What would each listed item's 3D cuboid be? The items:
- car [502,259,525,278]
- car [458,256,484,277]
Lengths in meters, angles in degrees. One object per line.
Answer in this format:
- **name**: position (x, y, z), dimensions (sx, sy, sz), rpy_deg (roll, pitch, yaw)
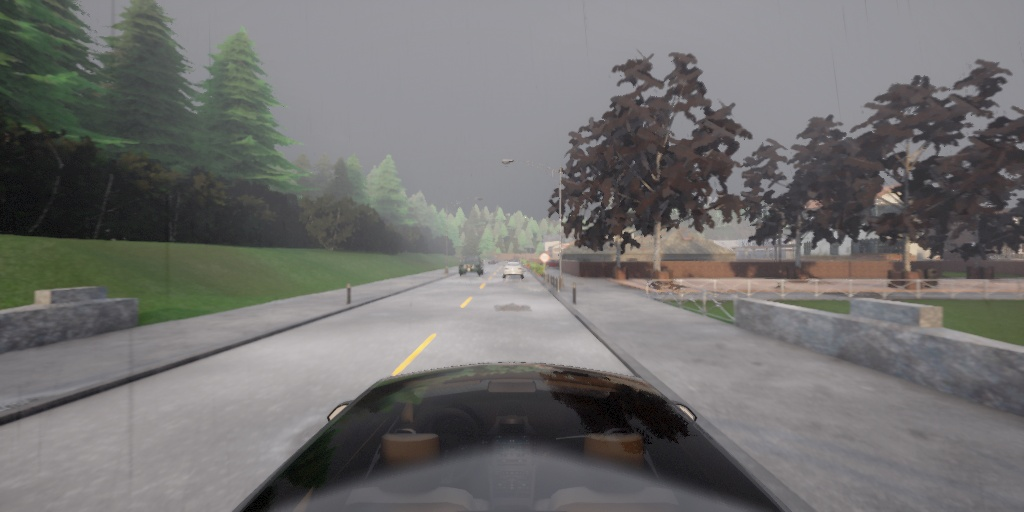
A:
- **car**: position (0.119, 1.280, 34.098), dimensions (1.812, 1.442, 4.674), rpy_deg (0, 0, 0)
- **car**: position (-4.073, 0.977, 36.666), dimensions (2.150, 2.045, 5.566), rpy_deg (0, 0, 0)
